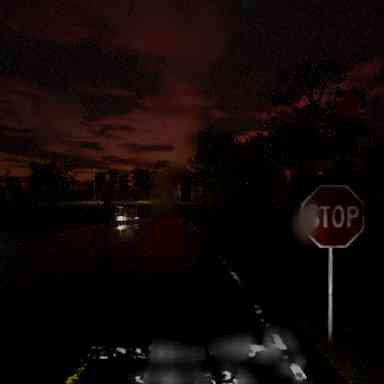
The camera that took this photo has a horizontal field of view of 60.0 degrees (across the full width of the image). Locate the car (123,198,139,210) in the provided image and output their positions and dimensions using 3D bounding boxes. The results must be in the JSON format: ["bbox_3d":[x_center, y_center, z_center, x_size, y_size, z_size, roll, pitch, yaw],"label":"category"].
[{"bbox_3d":[-8.120,1.512,43.880,1.812,1.442,4.674,0,0,-13],"label":"car"}]
